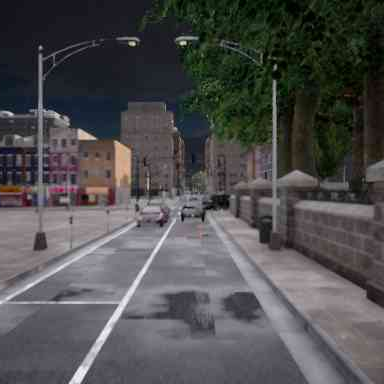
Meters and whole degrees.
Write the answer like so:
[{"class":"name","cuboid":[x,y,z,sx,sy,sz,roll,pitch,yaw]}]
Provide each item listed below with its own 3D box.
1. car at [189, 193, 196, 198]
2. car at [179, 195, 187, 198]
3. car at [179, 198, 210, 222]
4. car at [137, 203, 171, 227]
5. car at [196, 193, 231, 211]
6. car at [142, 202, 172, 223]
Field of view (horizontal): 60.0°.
[{"class":"car","cuboid":[0.270,1.466,78.398,1.812,1.442,4.674,0,0,0]},{"class":"car","cuboid":[-2.233,1.487,81.296,2.128,1.511,4.902,0,0,0]},{"class":"car","cuboid":[0.078,1.484,26.366,2.128,1.511,4.902,0,0,0]},{"class":"car","cuboid":[-2.643,1.575,22.522,1.802,1.307,4.206,0,0,0]},{"class":"car","cuboid":[3.687,1.179,38.449,5.566,2.045,2.150,-1,0,-31]},{"class":"car","cuboid":[-2.644,1.558,26.185,1.947,1.339,4.313,0,0,0]}]
